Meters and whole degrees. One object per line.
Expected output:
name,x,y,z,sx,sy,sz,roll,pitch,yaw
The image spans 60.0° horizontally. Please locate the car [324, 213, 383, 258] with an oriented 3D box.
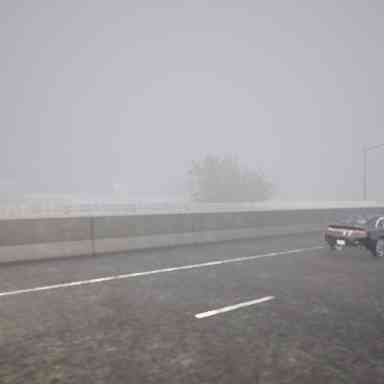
car,7.355,1.624,13.382,4.902,1.511,2.128,0,0,-35
